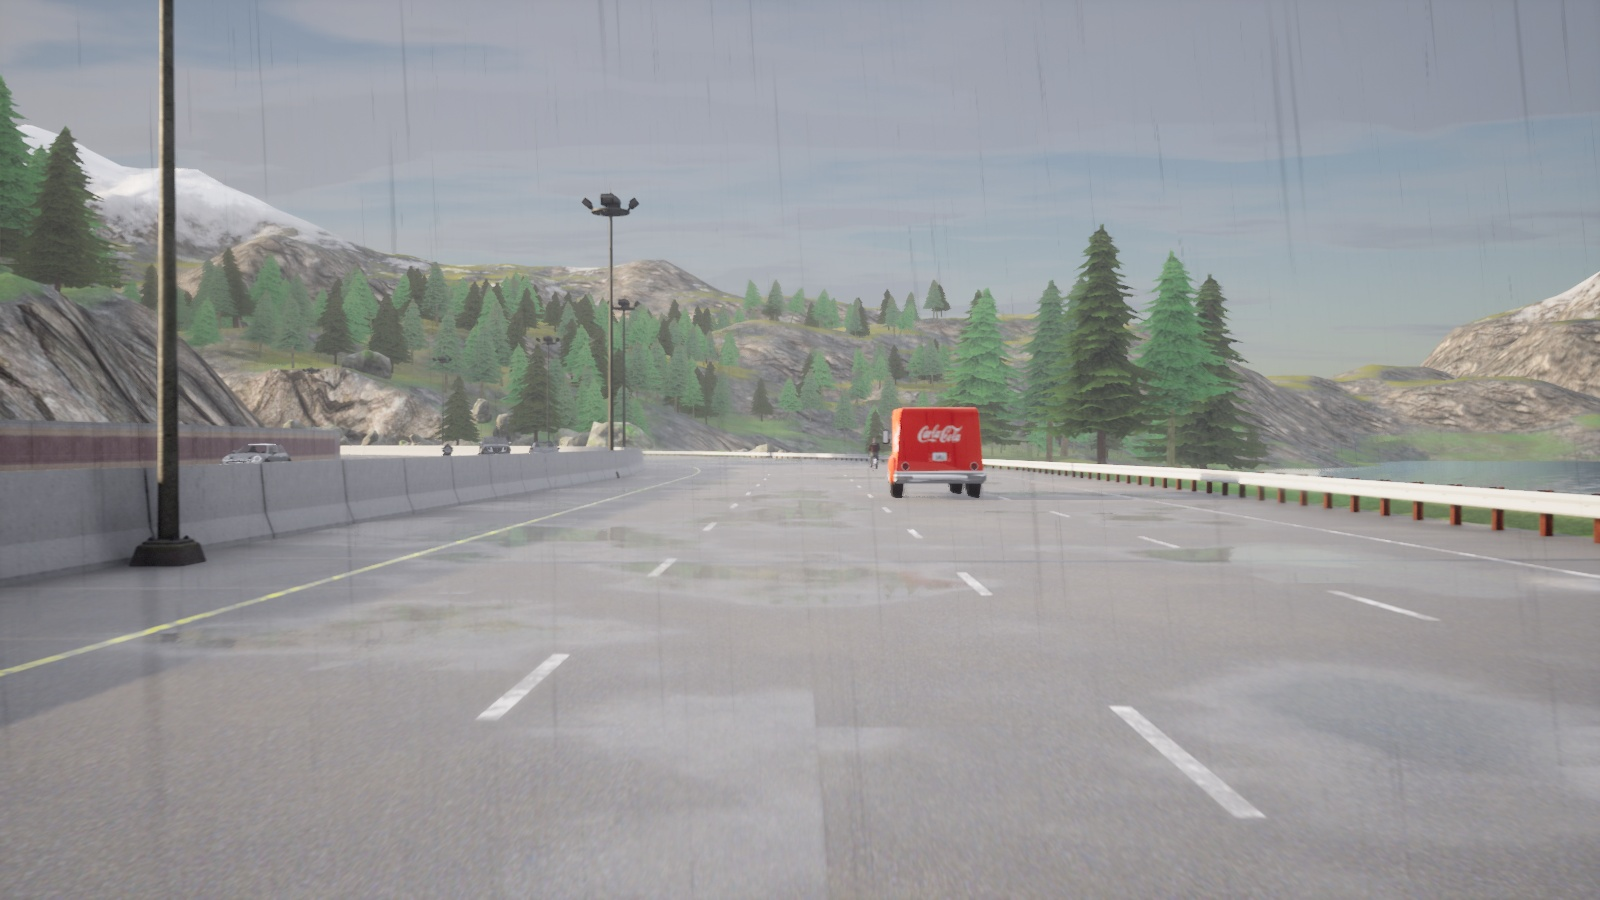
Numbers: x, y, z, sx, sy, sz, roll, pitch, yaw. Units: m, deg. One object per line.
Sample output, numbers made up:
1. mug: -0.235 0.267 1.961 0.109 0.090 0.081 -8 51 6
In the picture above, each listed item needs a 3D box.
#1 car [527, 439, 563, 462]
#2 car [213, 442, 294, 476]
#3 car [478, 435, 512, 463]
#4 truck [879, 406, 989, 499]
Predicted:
1. car: -19.242 0.042 94.650 2.242 1.667 4.611 0 0 -16
2. car: -24.188 0.378 55.749 1.970 1.475 3.806 0 0 -1
3. car: -23.486 -0.098 96.612 2.150 2.045 5.566 0 0 -17
4. truck: 3.722 0.060 35.985 2.627 2.467 5.204 0 0 0
